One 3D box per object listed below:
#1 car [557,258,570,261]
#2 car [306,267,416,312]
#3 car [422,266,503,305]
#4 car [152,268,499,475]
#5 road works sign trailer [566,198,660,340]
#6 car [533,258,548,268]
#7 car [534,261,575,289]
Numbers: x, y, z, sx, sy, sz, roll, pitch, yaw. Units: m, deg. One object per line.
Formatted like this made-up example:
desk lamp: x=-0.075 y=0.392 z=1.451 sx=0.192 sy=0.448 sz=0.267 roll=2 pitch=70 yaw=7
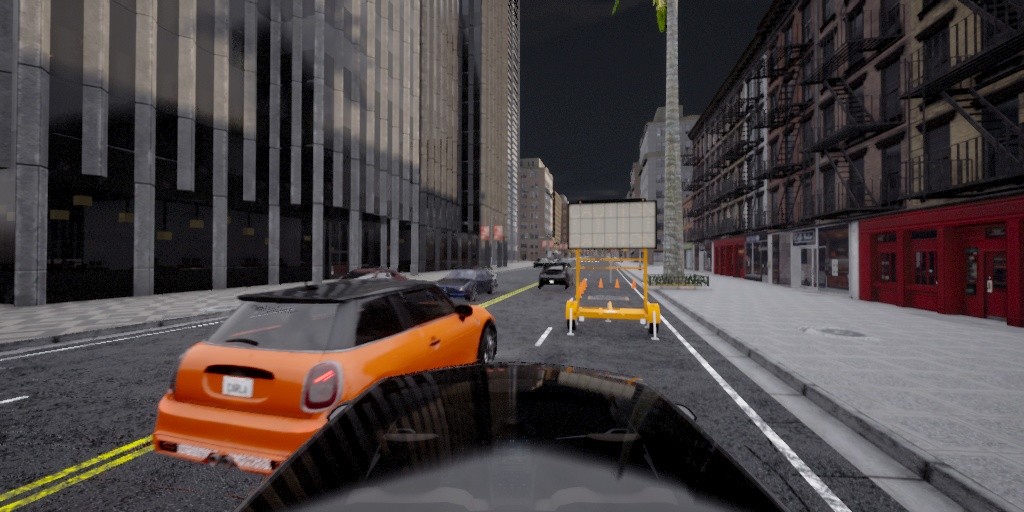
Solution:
car: x=8.484 y=1.071 z=58.704 sx=2.097 sy=1.767 sz=4.553 roll=0 pitch=0 yaw=15
car: x=-6.086 y=1.275 z=15.164 sx=1.812 sy=1.442 sz=4.674 roll=0 pitch=0 yaw=14
car: x=-2.150 y=1.297 z=17.429 sx=2.033 sy=1.411 sz=5.357 roll=0 pitch=0 yaw=14
car: x=-1.747 y=1.102 z=5.038 sx=2.097 sy=1.767 sz=4.553 roll=0 pitch=0 yaw=15
road works sign trailer: x=2.798 y=0.215 z=10.158 sx=2.380 sy=3.560 sz=2.880 roll=0 pitch=0 yaw=14
car: x=4.701 y=1.074 z=57.058 sx=2.097 sy=1.767 sz=4.553 roll=0 pitch=0 yaw=15
car: x=2.947 y=1.254 z=23.392 sx=1.837 sy=1.490 sz=4.892 roll=0 pitch=0 yaw=14
